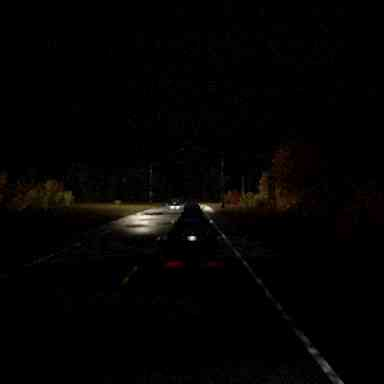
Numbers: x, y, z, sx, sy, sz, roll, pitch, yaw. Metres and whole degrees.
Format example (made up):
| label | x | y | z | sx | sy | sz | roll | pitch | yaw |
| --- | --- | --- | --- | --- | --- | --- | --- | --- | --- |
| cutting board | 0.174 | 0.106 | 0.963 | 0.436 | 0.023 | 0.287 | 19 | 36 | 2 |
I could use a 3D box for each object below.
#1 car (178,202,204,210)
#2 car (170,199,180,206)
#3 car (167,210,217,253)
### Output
| label | x | y | z | sx | sy | sz | roll | pitch | yaw |
| --- | --- | --- | --- | --- | --- | --- | --- | --- | --- |
| car | 0.003 | 1.793 | 29.299 | 1.837 | 1.490 | 4.892 | 0 | 0 | 0 |
| car | -3.566 | 2.239 | 71.010 | 2.128 | 1.511 | 4.902 | 0 | -1 | 0 |
| car | 0.005 | 1.703 | 14.322 | 1.994 | 1.385 | 4.181 | 0 | -1 | 0 |
